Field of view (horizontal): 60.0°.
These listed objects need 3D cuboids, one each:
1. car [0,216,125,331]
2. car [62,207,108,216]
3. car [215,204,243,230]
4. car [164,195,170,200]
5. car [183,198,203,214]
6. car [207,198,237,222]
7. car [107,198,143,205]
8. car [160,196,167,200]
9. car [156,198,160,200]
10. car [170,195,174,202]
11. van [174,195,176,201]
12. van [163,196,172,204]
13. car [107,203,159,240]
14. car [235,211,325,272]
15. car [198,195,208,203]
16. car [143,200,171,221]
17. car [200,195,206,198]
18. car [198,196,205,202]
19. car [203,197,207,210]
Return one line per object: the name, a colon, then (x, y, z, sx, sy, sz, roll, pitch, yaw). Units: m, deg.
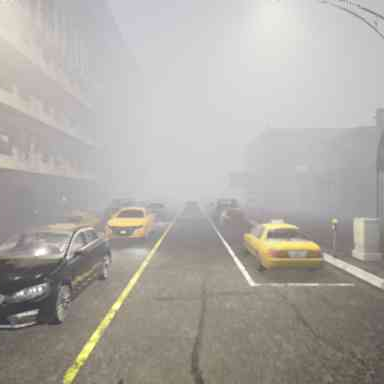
car: (-3.092, 1.515, 7.202, 2.128, 1.511, 4.902, 0, 0, 0)
car: (-5.686, 1.587, 16.011, 1.752, 1.417, 4.829, 0, 0, 0)
car: (2.695, 1.674, 21.720, 1.802, 1.307, 4.206, 0, 0, 0)
car: (-5.682, 1.733, 60.495, 1.967, 1.590, 4.097, 0, 0, 0)
car: (0.004, 1.695, 37.444, 1.812, 1.442, 4.674, 0, 0, 0)
car: (2.696, 1.434, 27.261, 2.192, 1.841, 5.009, 0, 0, 0)
car: (-5.684, 1.430, 27.261, 2.192, 1.841, 5.009, 0, 0, 0)
car: (-5.683, 1.807, 54.956, 1.887, 1.381, 4.507, 0, 0, 0)
car: (-5.684, 1.725, 43.707, 1.752, 1.417, 4.829, 0, 0, 0)
car: (-5.681, 1.674, 71.575, 2.192, 1.841, 5.009, 0, 0, 0)
van: (-5.681, 1.805, 88.192, 1.690, 1.788, 3.998, 0, 0, 0)
van: (-5.681, 1.734, 77.115, 1.690, 1.788, 3.998, 0, 0, 0)
car: (-3.089, 1.548, 17.513, 1.882, 1.535, 5.008, 0, 0, 0)
car: (2.694, 1.568, 10.812, 1.752, 1.417, 4.829, 0, 0, 0)
car: (2.700, 1.747, 82.652, 2.192, 1.841, 5.009, 0, 0, 0)
car: (-3.079, 1.649, 28.577, 1.812, 1.442, 4.674, 0, 0, 0)
car: (2.698, 1.856, 66.204, 1.752, 1.417, 4.829, 0, 0, 0)
car: (2.700, 1.946, 93.730, 1.967, 1.590, 4.097, 0, 0, 0)
car: (2.697, 1.756, 43.877, 2.008, 1.369, 4.403, 0, 0, 0)
